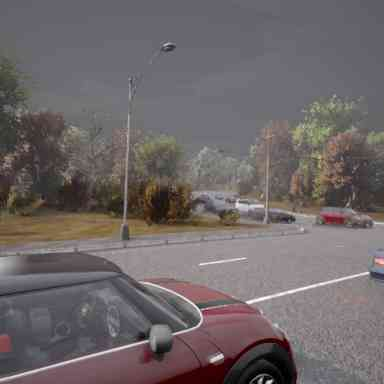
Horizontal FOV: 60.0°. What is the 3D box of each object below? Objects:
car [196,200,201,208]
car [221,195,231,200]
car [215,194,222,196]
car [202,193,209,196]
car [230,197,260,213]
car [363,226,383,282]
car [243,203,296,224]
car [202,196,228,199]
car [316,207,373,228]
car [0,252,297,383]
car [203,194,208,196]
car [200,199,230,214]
[{"bbox_3d":[-0.398,1.555,53.953,2.097,1.767,4.553,2,2,-14],"label":"car"},{"bbox_3d":[7.861,1.678,66.814,1.837,1.490,4.892,2,2,-9],"label":"car"},{"bbox_3d":[6.469,1.178,79.493,1.994,1.385,4.181,2,2,-1],"label":"car"},{"bbox_3d":[3.014,1.056,78.414,2.128,1.511,4.902,2,2,-1],"label":"car"},{"bbox_3d":[7.269,1.930,41.006,2.150,2.045,5.566,3,0,-20],"label":"car"},{"bbox_3d":[6.612,1.665,8.480,5.357,1.411,2.033,2,-1,-36],"label":"car"},{"bbox_3d":[7.446,2.149,31.464,2.033,1.411,5.357,3,-1,-24],"label":"car"},{"bbox_3d":[3.556,1.905,52.585,1.882,1.535,5.008,3,1,-14],"label":"car"},{"bbox_3d":[12.969,2.089,28.433,2.097,1.767,4.553,3,-2,-27],"label":"car"},{"bbox_3d":[-1.145,1.354,2.929,4.553,1.767,2.097,0,0,-36],"label":"car"},{"bbox_3d":[1.186,1.591,63.307,1.895,1.301,4.718,2,2,-10],"label":"car"},{"bbox_3d":[3.074,2.023,42.357,1.837,1.490,4.892,3,0,-19],"label":"car"}]
